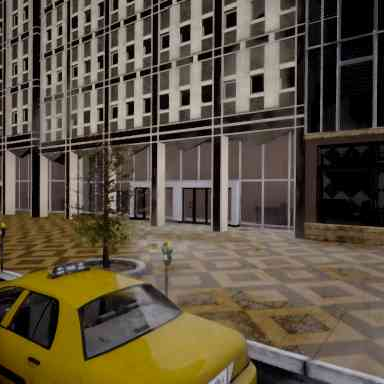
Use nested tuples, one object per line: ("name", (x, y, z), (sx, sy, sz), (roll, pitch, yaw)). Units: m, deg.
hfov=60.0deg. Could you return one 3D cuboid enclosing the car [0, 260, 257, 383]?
("car", (-1.654, 1.524, 4.076), (4.829, 1.417, 1.752), (0, 1, 36))
